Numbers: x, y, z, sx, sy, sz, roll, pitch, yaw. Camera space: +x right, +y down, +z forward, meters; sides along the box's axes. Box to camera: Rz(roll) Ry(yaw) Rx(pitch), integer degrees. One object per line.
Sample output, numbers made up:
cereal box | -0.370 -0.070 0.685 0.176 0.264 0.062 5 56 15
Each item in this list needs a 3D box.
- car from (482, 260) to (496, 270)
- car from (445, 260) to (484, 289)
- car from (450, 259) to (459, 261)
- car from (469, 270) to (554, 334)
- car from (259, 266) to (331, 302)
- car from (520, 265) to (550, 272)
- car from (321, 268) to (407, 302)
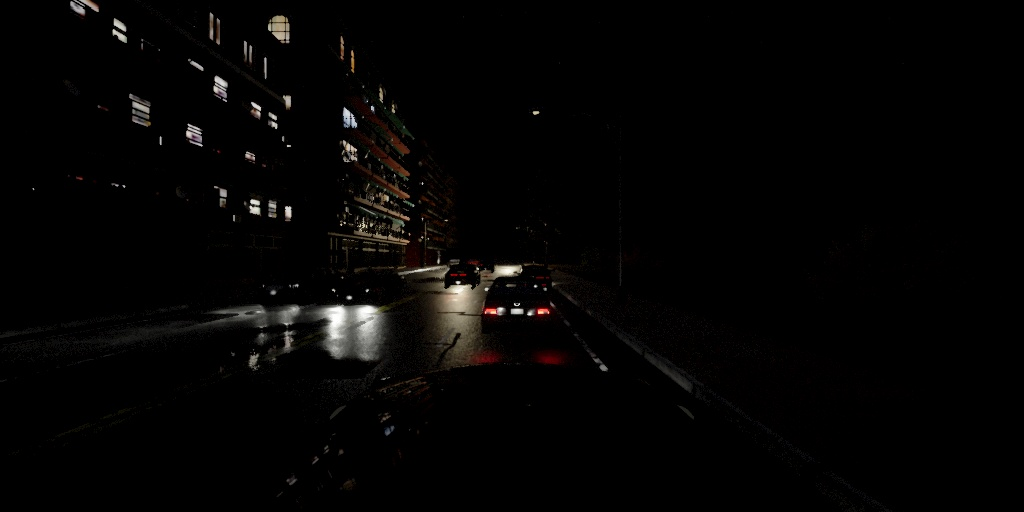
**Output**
car | -3.075 1.254 44.072 1.837 1.490 4.892 0 -1 0
car | -3.114 1.259 23.200 1.837 1.490 4.892 0 0 0
car | -9.721 1.243 60.621 2.128 1.511 4.902 0 0 0
car | 0.116 1.299 10.608 2.033 1.411 5.357 0 0 0
car | -9.824 1.243 17.214 2.128 1.511 4.902 0 0 0
car | 1.169 1.257 20.296 1.837 1.490 4.892 0 0 0
car | -6.573 1.299 17.141 2.033 1.411 5.357 0 0 0
